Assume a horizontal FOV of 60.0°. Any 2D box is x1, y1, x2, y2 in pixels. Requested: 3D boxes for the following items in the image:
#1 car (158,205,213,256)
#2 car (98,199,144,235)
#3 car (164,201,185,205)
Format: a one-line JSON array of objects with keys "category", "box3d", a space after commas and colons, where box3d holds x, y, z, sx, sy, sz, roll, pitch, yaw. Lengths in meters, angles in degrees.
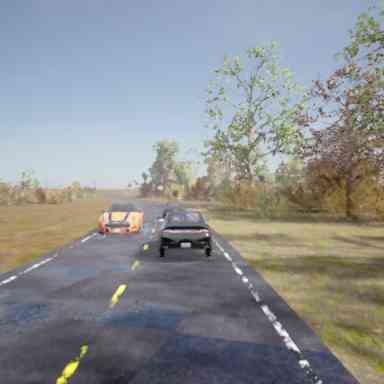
[{"category": "car", "box3d": [-0.301, 1.467, 12.953, 2.128, 1.511, 4.902, 0, 0, -3]}, {"category": "car", "box3d": [-3.840, 1.321, 18.632, 2.097, 1.767, 4.553, 0, 0, -4]}, {"category": "car", "box3d": [-1.540, 1.510, 29.076, 1.994, 1.385, 4.181, 0, 0, -6]}]
